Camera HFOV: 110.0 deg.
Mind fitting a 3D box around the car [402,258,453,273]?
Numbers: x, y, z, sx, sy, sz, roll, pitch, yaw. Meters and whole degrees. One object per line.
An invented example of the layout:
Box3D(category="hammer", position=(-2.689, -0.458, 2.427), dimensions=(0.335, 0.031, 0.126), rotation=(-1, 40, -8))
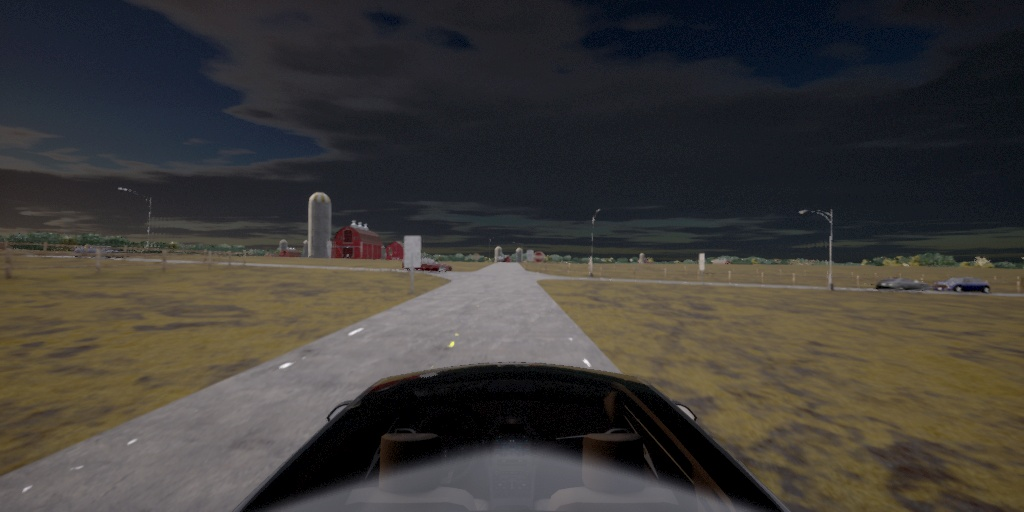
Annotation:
Box3D(category="car", position=(-8.506, 0.944, 36.280), dimensions=(5.008, 1.535, 1.882), rotation=(3, -1, 0))

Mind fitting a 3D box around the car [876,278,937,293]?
Box3D(category="car", position=(39.877, 2.923, 36.567), dimensions=(4.181, 1.385, 1.994), rotation=(2, -1, 0))

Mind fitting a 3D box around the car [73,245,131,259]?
Box3D(category="car", position=(-41.164, -0.417, 36.084), dimensions=(4.181, 1.385, 1.994), rotation=(2, -1, 0))

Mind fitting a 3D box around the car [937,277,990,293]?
Box3D(category="car", position=(49.197, 3.106, 39.378), dimensions=(4.553, 1.767, 2.097), rotation=(2, -1, 0))
